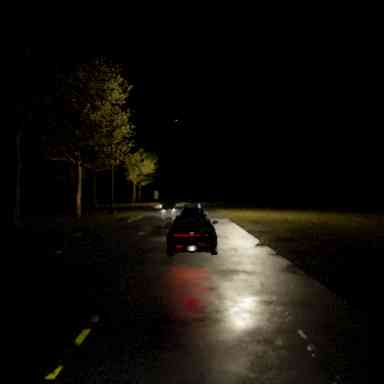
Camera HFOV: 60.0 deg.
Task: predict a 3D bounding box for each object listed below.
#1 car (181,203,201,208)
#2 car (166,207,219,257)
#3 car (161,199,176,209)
[{"bbox_3d":[0.054,1.700,28.448,2.128,1.511,4.902,0,0,0],"label":"car"},{"bbox_3d":[0.013,1.613,13.447,1.837,1.490,4.892,-1,0,0],"label":"car"},{"bbox_3d":[-3.488,1.814,50.206,1.837,1.490,4.892,0,0,0],"label":"car"}]
